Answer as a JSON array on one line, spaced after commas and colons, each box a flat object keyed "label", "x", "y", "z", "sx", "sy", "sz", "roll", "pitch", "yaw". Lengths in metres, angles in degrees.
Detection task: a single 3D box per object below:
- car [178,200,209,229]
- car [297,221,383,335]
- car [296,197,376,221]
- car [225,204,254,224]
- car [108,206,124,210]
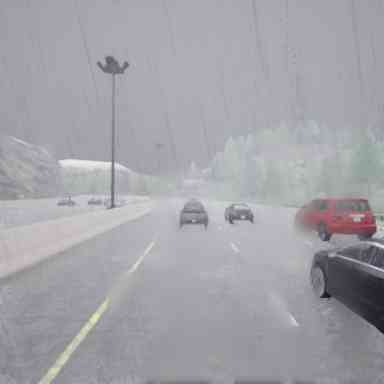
[{"label": "car", "x": 0.117, "y": 1.572, "z": 22.595, "sx": 2.128, "sy": 1.511, "sz": 4.902, "roll": 0, "pitch": 0, "yaw": 0}, {"label": "car", "x": 3.604, "y": 1.512, "z": 5.647, "sx": 2.128, "sy": 1.511, "sz": 4.902, "roll": 0, "pitch": 0, "yaw": 0}, {"label": "car", "x": 7.125, "y": 1.282, "z": 17.005, "sx": 2.150, "sy": 2.045, "sz": 5.566, "roll": 0, "pitch": 0, "yaw": 0}, {"label": "car", "x": 3.618, "y": 1.618, "z": 25.814, "sx": 1.812, "sy": 1.442, "sz": 4.674, "roll": 0, "pitch": 0, "yaw": 0}, {"label": "car", "x": -10.576, "y": 1.693, "z": 47.048, "sx": 1.812, "sy": 1.442, "sz": 4.674, "roll": 0, "pitch": 0, "yaw": 0}]
